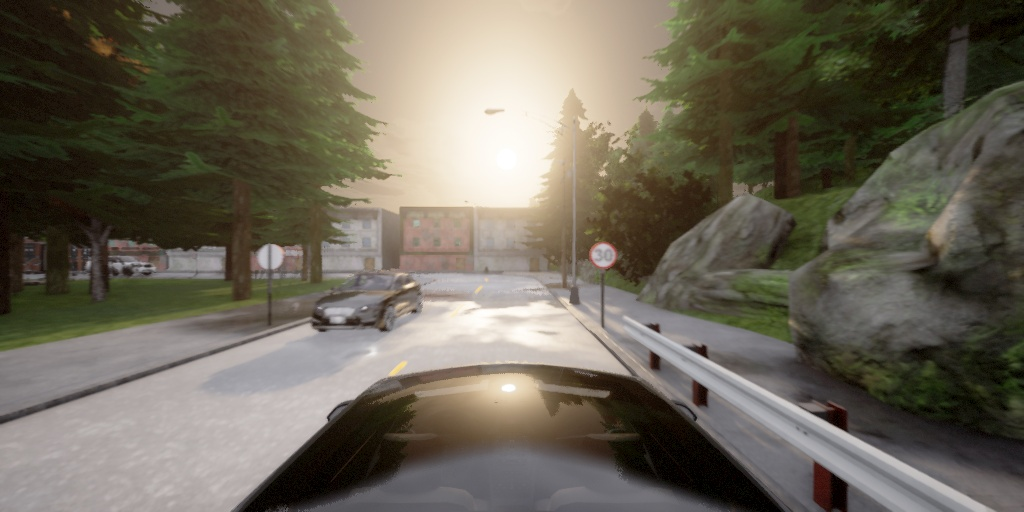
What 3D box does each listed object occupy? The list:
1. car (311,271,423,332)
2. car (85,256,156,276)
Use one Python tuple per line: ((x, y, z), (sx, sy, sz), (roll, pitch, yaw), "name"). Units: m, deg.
((-4.071, 1.241, 10.864), (2.128, 1.511, 4.902), (0, 0, 0), "car")
((-39.391, 0.979, 36.138), (5.566, 2.045, 2.150), (0, 0, 0), "car")
